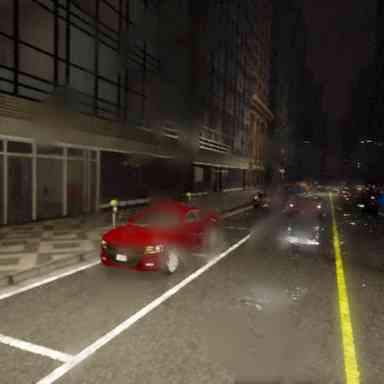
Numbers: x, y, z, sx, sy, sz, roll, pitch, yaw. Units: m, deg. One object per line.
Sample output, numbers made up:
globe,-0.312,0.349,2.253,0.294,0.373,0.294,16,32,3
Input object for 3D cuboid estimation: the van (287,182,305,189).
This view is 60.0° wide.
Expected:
van,12.223,-0.347,40.025,1.690,1.788,3.998,3,3,22

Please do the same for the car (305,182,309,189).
car,14.353,-0.341,45.210,1.887,1.381,4.507,3,3,22

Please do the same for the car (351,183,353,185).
car,26.571,-0.351,52.487,1.752,1.417,4.829,3,3,22

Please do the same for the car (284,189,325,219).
car,6.932,0.772,20.000,1.895,1.301,4.718,3,3,22

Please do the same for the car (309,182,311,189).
car,16.489,-0.539,50.384,1.887,1.381,4.507,3,3,22

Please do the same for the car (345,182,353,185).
car,32.914,-0.918,67.855,1.887,1.381,4.507,3,3,22

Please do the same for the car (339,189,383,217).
car,11.193,0.752,22.279,1.994,1.385,4.181,3,3,23

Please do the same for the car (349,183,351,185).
car,28.641,-0.486,57.508,1.802,1.307,4.206,3,3,22

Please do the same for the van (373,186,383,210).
van,15.830,0.460,26.447,1.690,1.788,3.998,3,3,22

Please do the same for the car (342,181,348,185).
car,37.193,-1.542,78.194,2.192,1.841,5.009,3,3,22

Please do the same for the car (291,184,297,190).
car,7.944,0.252,29.684,1.887,1.381,4.507,3,3,22

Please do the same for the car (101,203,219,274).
car,-0.601,1.044,8.985,1.887,1.381,4.507,3,3,22

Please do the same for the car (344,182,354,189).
car,39.325,-1.614,83.374,1.967,1.590,4.097,3,3,22

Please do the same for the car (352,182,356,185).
car,24.372,-0.232,47.152,1.967,1.590,4.097,3,3,22

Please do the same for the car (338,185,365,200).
car,15.767,0.307,33.453,2.033,1.411,5.357,3,3,23

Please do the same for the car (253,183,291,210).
car,5.811,0.346,24.504,1.967,1.590,4.097,3,3,22

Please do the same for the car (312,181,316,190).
car,22.902,-1.236,65.905,1.967,1.590,4.097,3,3,22

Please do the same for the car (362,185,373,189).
car,20.097,0.268,36.807,1.887,1.381,4.507,3,3,22
